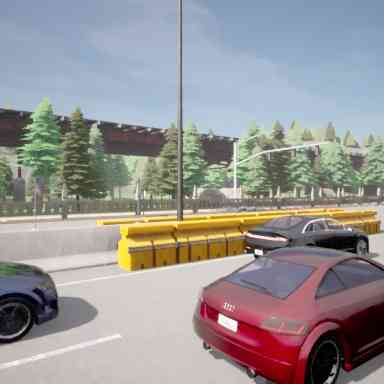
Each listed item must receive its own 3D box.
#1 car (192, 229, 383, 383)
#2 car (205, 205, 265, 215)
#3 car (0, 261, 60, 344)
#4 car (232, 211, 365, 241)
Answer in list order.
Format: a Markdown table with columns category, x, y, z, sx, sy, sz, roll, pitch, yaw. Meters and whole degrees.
| category | x | y | z | sx | sy | sz | roll | pitch | yaw |
| --- | --- | --- | --- | --- | --- | --- | --- | --- | --- |
| car | 2.069 | 1.564 | 5.227 | 4.181 | 1.385 | 1.994 | 0 | 0 | -35 |
| car | 2.391 | 1.492 | 18.622 | 4.902 | 1.511 | 2.128 | 0 | 0 | -36 |
| car | -4.264 | 1.564 | 5.001 | 4.181 | 1.385 | 1.994 | 0 | 0 | -36 |
| car | 3.859 | 1.491 | 10.804 | 4.902 | 1.511 | 2.128 | 0 | 0 | -36 |
